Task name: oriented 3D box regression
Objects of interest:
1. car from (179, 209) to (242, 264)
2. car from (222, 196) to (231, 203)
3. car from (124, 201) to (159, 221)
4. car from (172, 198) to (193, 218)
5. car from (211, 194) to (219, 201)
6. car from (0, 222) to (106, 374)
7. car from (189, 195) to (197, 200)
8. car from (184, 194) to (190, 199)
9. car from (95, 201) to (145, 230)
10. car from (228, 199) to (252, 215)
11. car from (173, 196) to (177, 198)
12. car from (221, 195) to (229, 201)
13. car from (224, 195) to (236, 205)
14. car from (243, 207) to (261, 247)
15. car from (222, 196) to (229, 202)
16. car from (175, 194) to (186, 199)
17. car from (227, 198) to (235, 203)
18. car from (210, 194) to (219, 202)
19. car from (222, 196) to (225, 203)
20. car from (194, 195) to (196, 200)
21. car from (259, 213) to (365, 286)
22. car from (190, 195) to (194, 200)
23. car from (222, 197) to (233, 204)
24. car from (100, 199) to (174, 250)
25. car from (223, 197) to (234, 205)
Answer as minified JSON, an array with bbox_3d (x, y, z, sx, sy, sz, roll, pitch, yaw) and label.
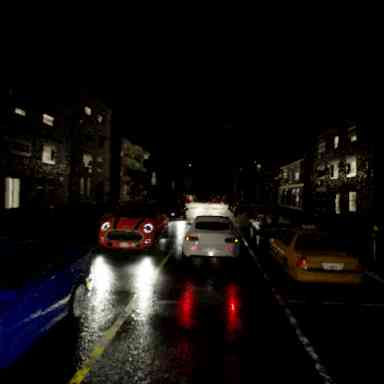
[{"bbox_3d":[0.720,1.536,11.887,1.812,1.442,4.674,2,0,4],"label":"car"},{"bbox_3d":[7.854,1.687,75.392,1.887,1.381,4.507,2,0,4],"label":"car"},{"bbox_3d":[-3.950,1.450,26.605,1.802,1.307,4.206,2,0,4],"label":"car"},{"bbox_3d":[-1.311,1.502,27.111,1.994,1.385,4.181,2,0,4],"label":"car"},{"bbox_3d":[6.029,1.349,88.001,2.097,1.767,4.553,2,0,4],"label":"car"},{"bbox_3d":[-2.914,1.398,4.288,1.882,1.535,5.008,2,0,4],"label":"car"},{"bbox_3d":[0.314,1.456,88.798,1.752,1.417,4.829,2,0,4],"label":"car"},{"bbox_3d":[-2.019,1.208,54.203,2.192,1.841,5.009,2,0,4],"label":"car"},{"bbox_3d":[-4.344,1.389,20.915,1.752,1.417,4.829,2,0,4],"label":"car"},{"bbox_3d":[4.792,1.648,31.541,2.008,1.369,4.403,2,0,4],"label":"car"},{"bbox_3d":[-3.182,1.460,37.645,1.802,1.307,4.206,2,0,4],"label":"car"},{"bbox_3d":[9.299,1.720,94.796,2.008,1.369,4.403,2,0,4],"label":"car"},{"bbox_3d":[5.565,1.547,42.580,1.967,1.590,4.097,2,0,4],"label":"car"},{"bbox_3d":[3.638,1.635,14.982,2.008,1.369,4.403,2,0,4],"label":"car"},{"bbox_3d":[8.688,1.682,86.598,1.752,1.417,4.829,2,0,4],"label":"car"},{"bbox_3d":[-2.422,1.413,48.514,1.752,1.417,4.829,2,0,4],"label":"car"},{"bbox_3d":[5.175,1.684,37.061,1.802,1.307,4.206,2,0,4],"label":"car"},{"bbox_3d":[5.302,1.565,77.637,1.837,1.490,4.892,2,0,4],"label":"car"},{"bbox_3d":[6.723,1.438,59.139,2.192,1.841,5.009,2,0,4],"label":"car"},{"bbox_3d":[-0.869,1.351,70.762,1.967,1.590,4.097,2,0,4],"label":"car"},{"bbox_3d":[3.267,1.605,9.631,1.752,1.417,4.829,2,0,4],"label":"car"},{"bbox_3d":[-1.260,1.487,65.243,1.802,1.307,4.206,2,0,4],"label":"car"},{"bbox_3d":[7.483,1.702,70.179,1.947,1.339,4.313,2,0,4],"label":"car"},{"bbox_3d":[-2.237,1.279,13.946,2.097,1.767,4.553,2,0,4],"label":"car"},{"bbox_3d":[7.098,1.695,64.659,1.947,1.339,4.313,2,0,4],"label":"car"}]
